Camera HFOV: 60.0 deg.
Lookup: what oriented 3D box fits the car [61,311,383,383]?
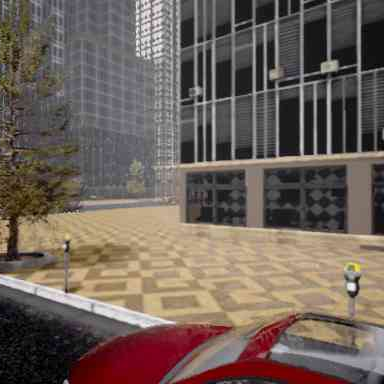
[{"bbox_3d":[0.765,1.590,2.321,4.206,1.307,1.802,-1,0,36],"label":"car"}]

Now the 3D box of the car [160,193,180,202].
[{"bbox_3d":[-3.995,1.028,63.079,2.097,1.767,4.553,0,1,36],"label":"car"}]

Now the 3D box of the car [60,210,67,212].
[{"bbox_3d":[-15.091,1.611,36.941,2.033,1.411,5.357,0,1,36],"label":"car"}]
